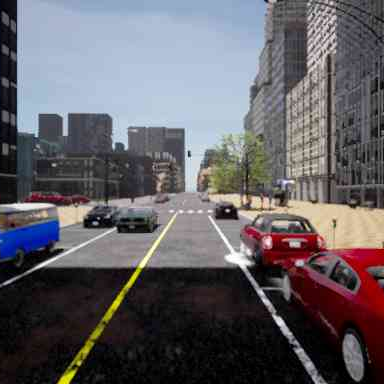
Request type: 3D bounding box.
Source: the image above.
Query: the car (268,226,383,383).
[{"bbox_3d":[2.694,1.519,5.127,1.887,1.381,4.507,0,0,0],"label":"car"}]

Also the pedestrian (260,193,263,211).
[{"bbox_3d":[7.137,0.983,34.254,0.375,1.860,0.375,0,0,0],"label":"pedestrian"}]

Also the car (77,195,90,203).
[{"bbox_3d":[-17.267,1.131,48.762,4.507,1.381,1.887,1,-1,-1],"label":"car"}]

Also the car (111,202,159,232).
[{"bbox_3d":[-3.090,1.506,19.394,1.895,1.301,4.718,0,0,0],"label":"car"}]

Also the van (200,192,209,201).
[{"bbox_3d":[2.697,0.997,70.863,1.690,1.788,3.998,0,0,0],"label":"van"}]

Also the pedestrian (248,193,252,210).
[{"bbox_3d":[6.137,0.969,35.454,0.375,1.860,0.375,0,0,0],"label":"pedestrian"}]

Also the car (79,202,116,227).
[{"bbox_3d":[-5.685,1.459,21.745,1.947,1.339,4.313,0,0,0],"label":"car"}]

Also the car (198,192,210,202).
[{"bbox_3d":[2.696,1.207,65.483,1.752,1.417,4.829,0,0,0],"label":"car"}]

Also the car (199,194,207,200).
[{"bbox_3d":[2.696,1.154,81.966,2.008,1.369,4.403,0,0,0],"label":"car"}]

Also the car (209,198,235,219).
[{"bbox_3d":[2.695,1.433,27.284,1.947,1.339,4.313,0,0,0],"label":"car"}]

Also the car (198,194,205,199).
[{"bbox_3d":[2.696,1.116,93.068,1.947,1.339,4.313,0,0,0],"label":"car"}]

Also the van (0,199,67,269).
[{"bbox_3d":[-5.685,1.288,10.665,1.690,1.788,3.998,0,0,0],"label":"van"}]

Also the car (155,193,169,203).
[{"bbox_3d":[-5.685,1.291,59.760,1.802,1.307,4.206,0,0,0],"label":"car"}]

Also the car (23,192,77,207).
[{"bbox_3d":[-17.146,0.901,40.386,5.009,1.841,2.192,1,-1,-1],"label":"car"}]

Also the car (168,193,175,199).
[{"bbox_3d":[-5.684,1.075,92.895,1.752,1.417,4.829,0,0,0],"label":"car"}]

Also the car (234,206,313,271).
[{"bbox_3d":[2.695,1.388,10.666,1.967,1.590,4.097,0,0,0],"label":"car"}]

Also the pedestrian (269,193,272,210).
[{"bbox_3d":[8.137,0.998,34.854,0.375,1.860,0.375,0,0,0],"label":"pedestrian"}]

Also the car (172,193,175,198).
[{"bbox_3d":[-5.684,1.180,76.413,2.008,1.369,4.403,0,0,0],"label":"car"}]

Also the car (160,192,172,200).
[{"bbox_3d":[-5.684,0.997,65.309,2.192,1.841,5.009,0,0,0],"label":"car"}]
